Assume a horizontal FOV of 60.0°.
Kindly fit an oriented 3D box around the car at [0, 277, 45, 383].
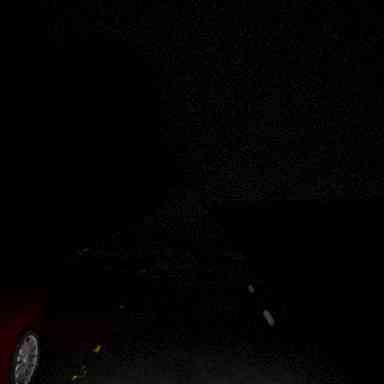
[{"bbox_3d":[-2.753,1.523,2.460,1.812,1.442,4.674,0,0,0],"label":"car"}]
